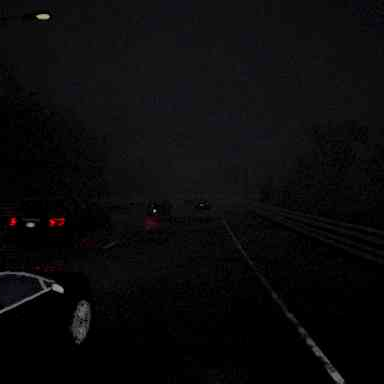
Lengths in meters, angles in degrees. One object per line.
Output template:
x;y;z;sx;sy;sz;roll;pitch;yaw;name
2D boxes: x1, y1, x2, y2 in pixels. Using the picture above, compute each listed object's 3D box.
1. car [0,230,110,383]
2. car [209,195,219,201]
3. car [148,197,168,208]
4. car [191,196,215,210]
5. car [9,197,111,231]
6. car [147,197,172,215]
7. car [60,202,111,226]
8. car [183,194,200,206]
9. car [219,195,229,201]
-2.615;1.487;3.432;2.128;1.511;4.902;0;0;5;car
5.189;1.562;88.003;1.812;1.442;4.674;0;0;11;car
-4.841;1.500;48.119;1.837;1.490;4.892;0;0;8;car
1.445;1.568;42.286;1.994;1.385;4.181;0;0;7;car
-5.233;1.211;14.010;2.150;2.045;5.566;0;0;5;car
-3.183;1.501;33.407;1.837;1.490;4.892;0;0;7;car
-7.691;1.510;24.496;1.812;1.442;4.674;0;0;6;car
-0.290;1.483;55.319;1.882;1.535;5.008;0;0;8;car
8.837;1.569;88.459;2.128;1.511;4.902;0;0;11;car
